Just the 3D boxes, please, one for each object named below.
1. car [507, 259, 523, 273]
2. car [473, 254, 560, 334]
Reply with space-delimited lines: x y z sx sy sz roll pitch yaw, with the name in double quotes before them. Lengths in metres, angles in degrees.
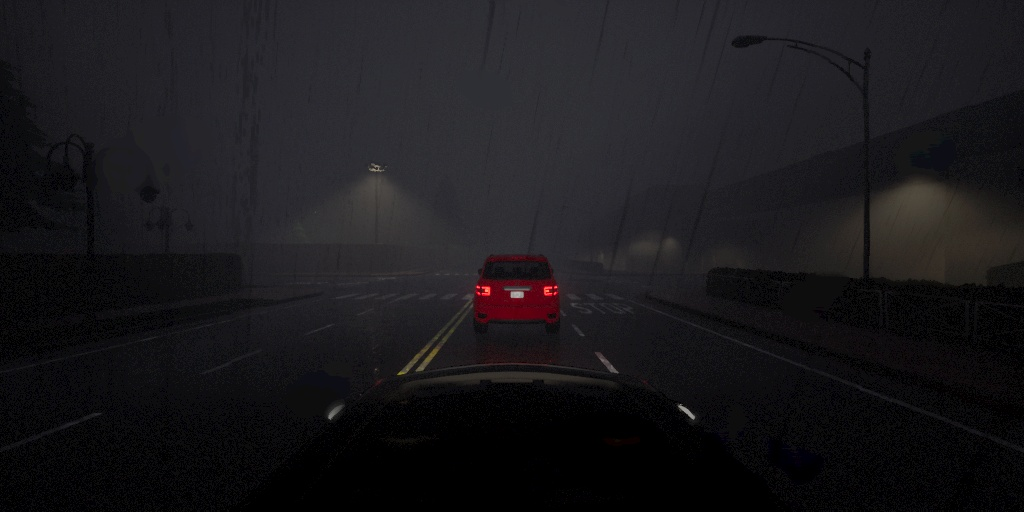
"car" 0.363 1.228 45.642 1.882 1.535 5.008 0 0 1
"car" 0.123 0.971 10.806 2.150 2.045 5.566 0 0 0
